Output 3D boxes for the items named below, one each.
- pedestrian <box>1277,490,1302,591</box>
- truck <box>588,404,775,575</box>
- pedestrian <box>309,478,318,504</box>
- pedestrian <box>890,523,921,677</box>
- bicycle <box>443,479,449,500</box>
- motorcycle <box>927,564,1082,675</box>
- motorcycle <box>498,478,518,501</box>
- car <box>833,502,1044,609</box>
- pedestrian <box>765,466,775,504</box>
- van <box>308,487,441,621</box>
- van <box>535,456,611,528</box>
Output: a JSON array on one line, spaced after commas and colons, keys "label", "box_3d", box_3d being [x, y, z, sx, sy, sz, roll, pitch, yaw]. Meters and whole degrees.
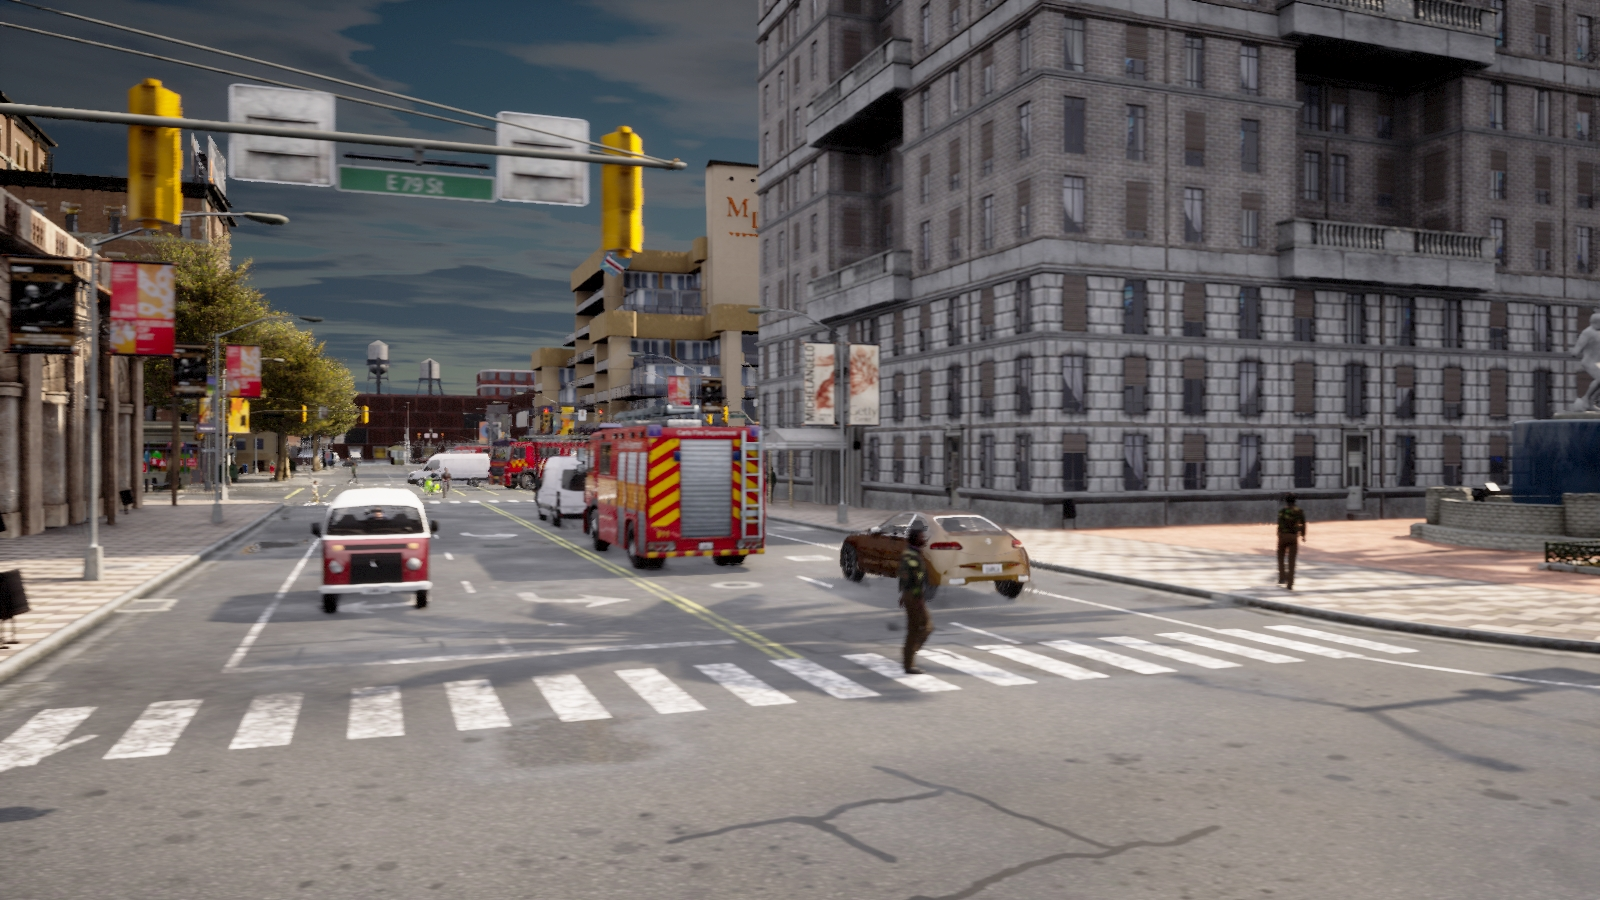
[{"label": "pedestrian", "box_3d": [9.197, 1.696, 21.471, 0.375, 1.860, 0.375, 0, 0, 14]}, {"label": "truck", "box_3d": [-3.406, 0.890, 30.139, 2.891, 3.827, 8.468, 0, 0, -20]}, {"label": "pedestrian", "box_3d": [-25.211, 2.127, 59.196, 0.375, 1.300, 0.375, 0, 0, -9]}, {"label": "pedestrian", "box_3d": [1.307, 1.849, 14.167, 0.375, 1.860, 0.375, 0, 0, 3]}, {"label": "bicycle", "box_3d": [-19.878, 2.209, 64.198, 0.329, 1.171, 1.835, 0, 0, -17]}, {"label": "motorcycle", "box_3d": [2.665, 2.182, 14.936, 1.805, 1.236, 0.856, 0, 0, -20]}, {"label": "motorcycle", "box_3d": [-16.439, 2.204, 64.320, 0.867, 1.251, 2.209, 0, 0, -21]}, {"label": "car", "box_3d": [2.600, 1.992, 22.925, 2.152, 1.651, 5.027, 0, 0, -20]}, {"label": "pedestrian", "box_3d": [-1.463, 1.696, 55.343, 0.375, 1.860, 0.375, 0, 0, -19]}, {"label": "van", "box_3d": [-7.836, 1.782, 21.121, 2.069, 2.038, 4.480, 0, 0, -20]}, {"label": "van", "box_3d": [-8.870, 1.533, 44.222, 1.988, 2.561, 5.915, 0, 0, -20]}]
